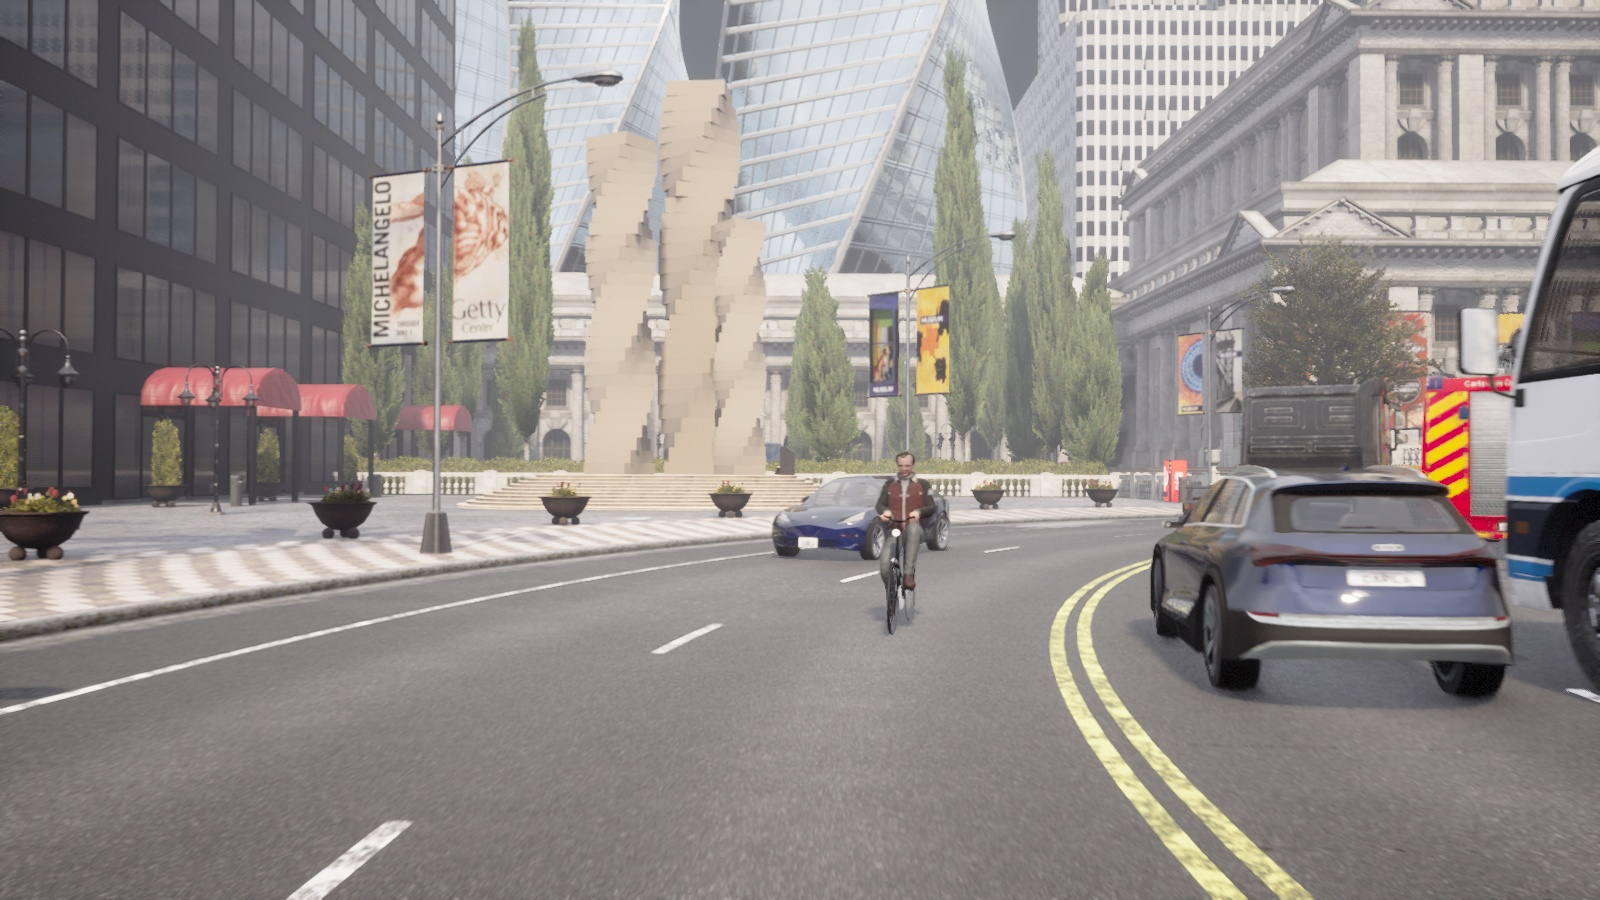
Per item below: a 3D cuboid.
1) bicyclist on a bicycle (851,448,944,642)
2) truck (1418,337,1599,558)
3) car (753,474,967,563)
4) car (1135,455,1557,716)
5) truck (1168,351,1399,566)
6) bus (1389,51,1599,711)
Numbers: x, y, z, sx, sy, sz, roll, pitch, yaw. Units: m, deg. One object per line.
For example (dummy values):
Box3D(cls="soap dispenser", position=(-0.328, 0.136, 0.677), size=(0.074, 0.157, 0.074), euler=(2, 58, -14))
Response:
Box3D(cls="bicyclist on a bicycle", position=(1.004, 0.891, 12.512), size=(0.659, 1.776, 1.843), euler=(0, -1, 13))
Box3D(cls="truck", position=(15.262, 0.025, 26.010), size=(2.891, 3.827, 8.468), euler=(-1, -1, 37))
Box3D(cls="car", position=(1.270, 1.207, 23.772), size=(2.163, 1.488, 4.792), euler=(-1, -1, 28))
Box3D(cls="car", position=(4.139, 0.904, 10.512), size=(2.033, 1.649, 4.856), euler=(0, -1, 8))
Box3D(cls="truck", position=(9.601, 0.202, 24.301), size=(2.891, 3.462, 7.936), euler=(-1, -1, 30))
Box3D(cls="bus", position=(7.076, -0.491, 5.903), size=(3.944, 4.253, 10.273), euler=(-1, -1, 1))
